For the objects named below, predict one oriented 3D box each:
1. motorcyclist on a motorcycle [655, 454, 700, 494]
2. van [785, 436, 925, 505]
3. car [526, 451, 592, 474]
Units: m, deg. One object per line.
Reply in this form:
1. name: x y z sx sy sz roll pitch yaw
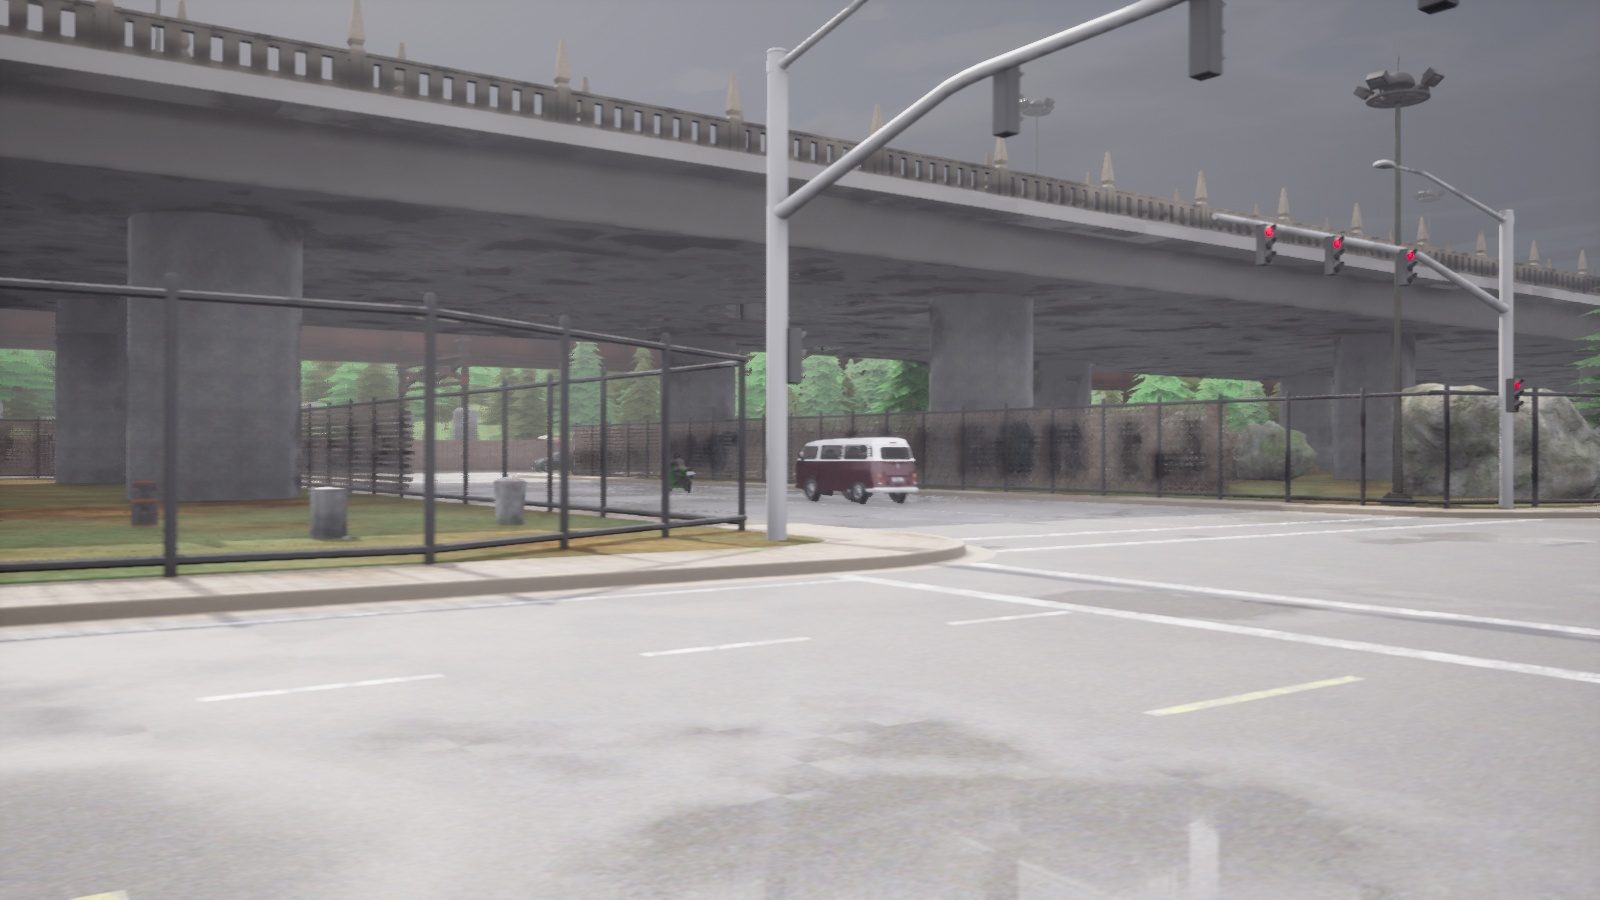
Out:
1. motorcyclist on a motorcycle: -4.751 0.912 48.565 0.797 1.523 2.044 0 0 -35
2. van: 1.653 0.617 39.407 2.069 2.038 4.480 0 0 -35
3. car: -18.699 0.936 97.360 4.553 1.767 2.097 0 0 -34
